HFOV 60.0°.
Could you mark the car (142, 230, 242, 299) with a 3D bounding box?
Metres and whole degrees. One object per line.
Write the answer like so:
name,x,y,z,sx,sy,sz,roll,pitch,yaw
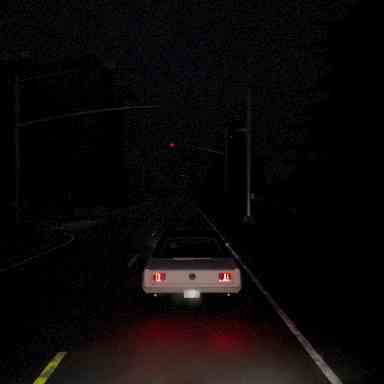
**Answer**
car,-0.036,1.601,8.377,1.895,1.301,4.718,0,0,-1
